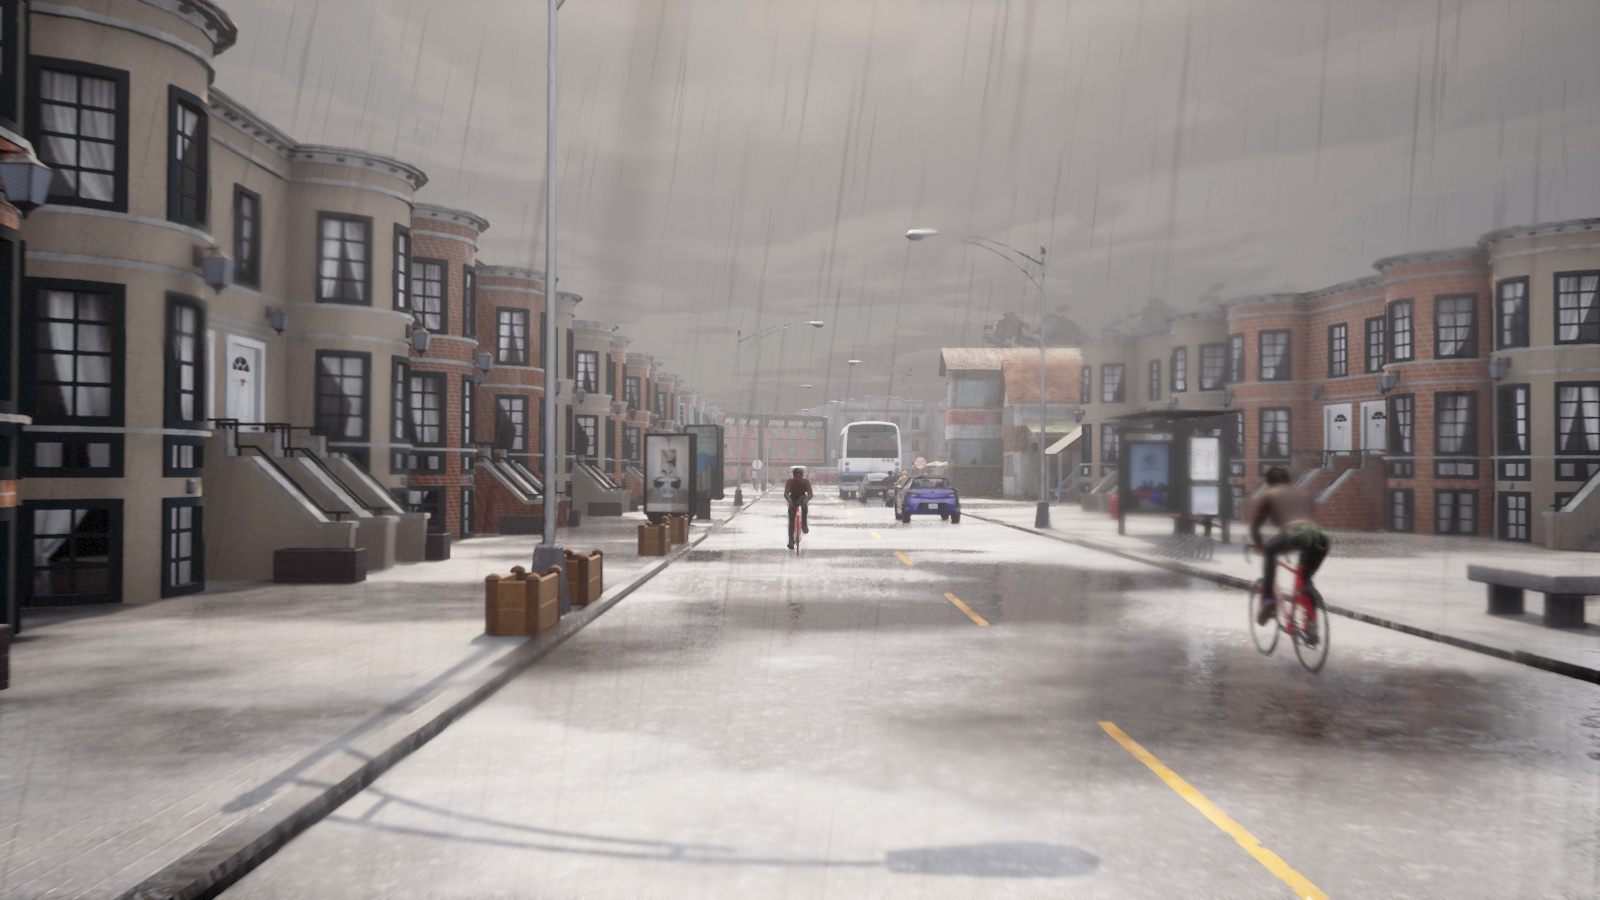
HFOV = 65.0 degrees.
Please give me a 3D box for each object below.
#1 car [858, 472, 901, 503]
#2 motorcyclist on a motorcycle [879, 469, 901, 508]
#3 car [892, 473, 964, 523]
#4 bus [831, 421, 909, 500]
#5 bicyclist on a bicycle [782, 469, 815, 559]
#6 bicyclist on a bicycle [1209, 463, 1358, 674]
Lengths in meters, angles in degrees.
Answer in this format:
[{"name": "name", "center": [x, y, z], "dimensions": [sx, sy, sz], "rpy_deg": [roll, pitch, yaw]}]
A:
[{"name": "car", "center": [3.936, 1.858, 62.990], "dimensions": [1.837, 1.490, 4.892], "rpy_deg": [0, -1, 0]}, {"name": "motorcyclist on a motorcycle", "center": [3.942, 1.674, 55.254], "dimensions": [0.766, 1.649, 2.350], "rpy_deg": [0, -1, 0]}, {"name": "car", "center": [3.957, 1.472, 39.394], "dimensions": [1.816, 1.474, 4.193], "rpy_deg": [0, -1, 0]}, {"name": "bus", "center": [3.910, 0.646, 73.082], "dimensions": [3.944, 4.253, 10.273], "rpy_deg": [0, -1, 0]}, {"name": "bicyclist on a bicycle", "center": [-0.029, 1.160, 23.440], "dimensions": [0.582, 1.620, 1.656], "rpy_deg": [0, -1, 0]}, {"name": "bicyclist on a bicycle", "center": [3.984, 0.927, 10.474], "dimensions": [0.582, 1.620, 1.656], "rpy_deg": [0, -1, 0]}]
